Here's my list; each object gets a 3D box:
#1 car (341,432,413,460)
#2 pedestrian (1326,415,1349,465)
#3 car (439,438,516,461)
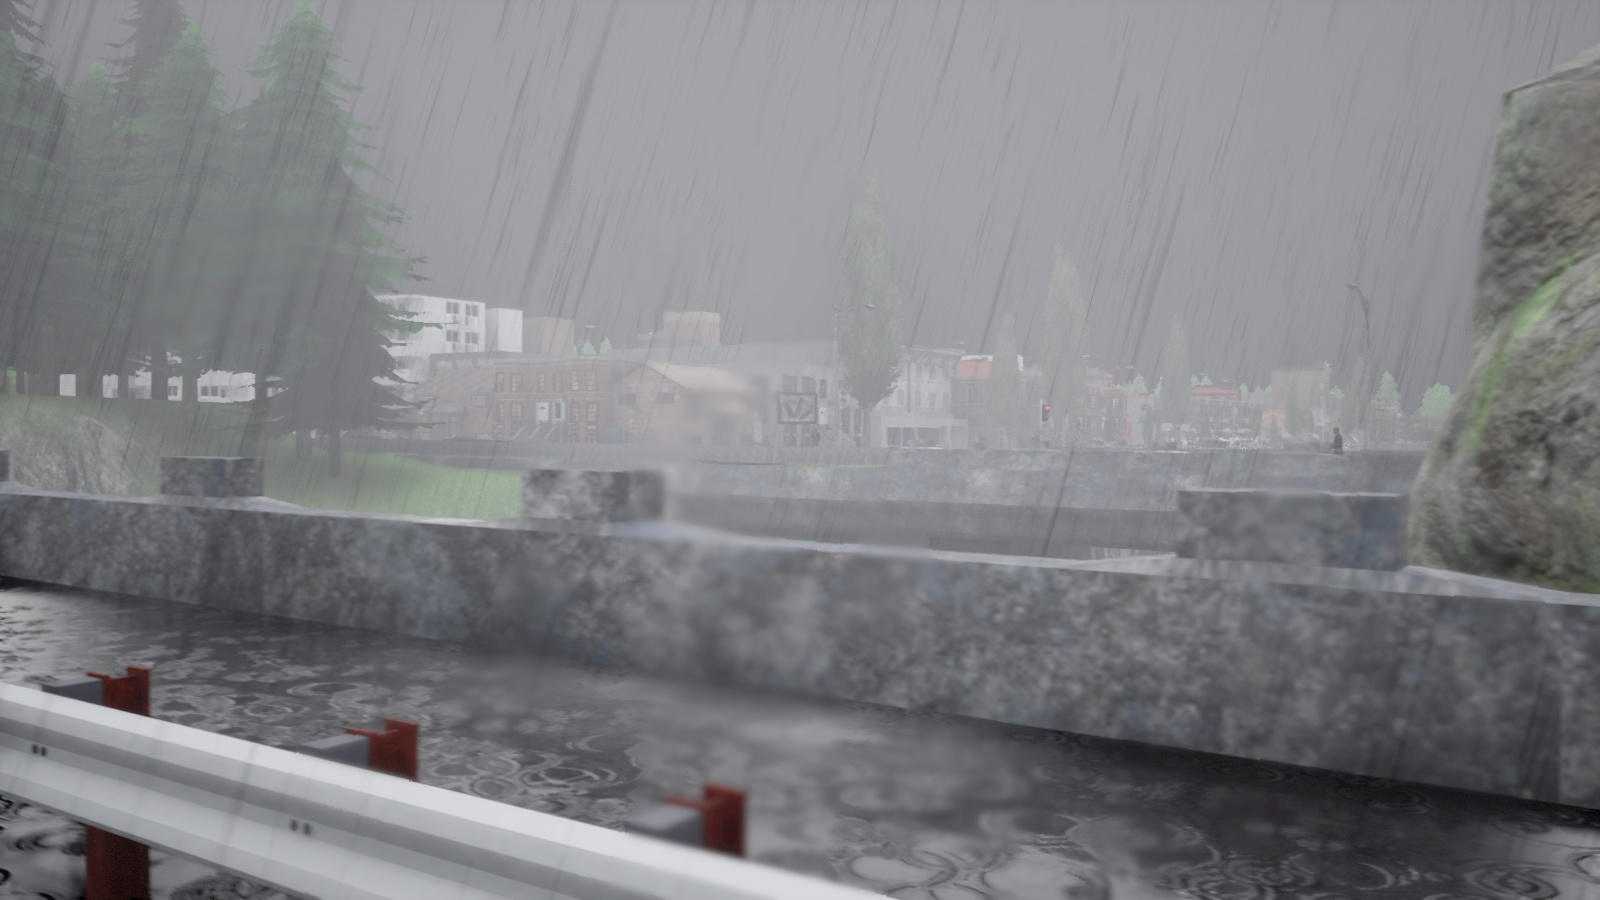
[{"bbox_3d":[-27.670,-0.280,82.112,4.553,1.767,2.097,0,1,34],"label":"car"},{"bbox_3d":[19.787,-0.369,46.260,0.720,1.854,0.376,0,1,34],"label":"pedestrian"},{"bbox_3d":[-19.724,-0.038,76.825,4.718,1.301,1.895,0,1,34],"label":"car"}]
